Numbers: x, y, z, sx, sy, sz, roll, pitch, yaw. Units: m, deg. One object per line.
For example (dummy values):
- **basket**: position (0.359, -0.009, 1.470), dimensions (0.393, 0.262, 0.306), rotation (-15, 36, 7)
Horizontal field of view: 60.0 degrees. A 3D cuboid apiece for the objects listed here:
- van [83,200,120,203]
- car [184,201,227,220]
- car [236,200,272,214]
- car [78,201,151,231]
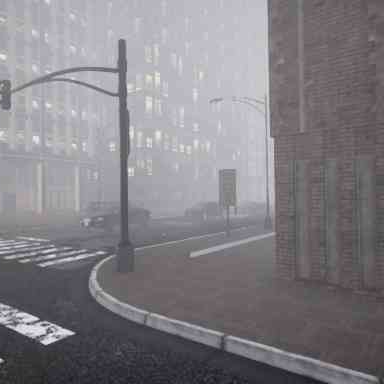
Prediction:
- **van**: position (-6.026, 1.460, 23.520), dimensions (1.690, 1.788, 3.998), rotation (-2, -1, 36)
- **car**: position (1.282, 1.563, 29.247), dimensions (1.882, 1.535, 5.008), rotation (-1, -1, 36)
- **car**: position (7.242, 1.707, 37.530), dimensions (1.895, 1.301, 4.718), rotation (-1, -1, 36)
- **car**: position (-4.653, 1.558, 21.004), dimensions (2.128, 1.511, 4.902), rotation (-1, -1, 34)
